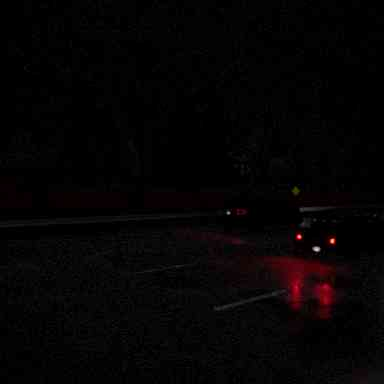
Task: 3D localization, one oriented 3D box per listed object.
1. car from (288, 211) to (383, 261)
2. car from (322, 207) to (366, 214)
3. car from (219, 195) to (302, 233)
[{"bbox_3d":[5.934,1.600,12.368,4.718,1.301,1.895,0,0,-36],"label":"car"},{"bbox_3d":[8.879,1.547,18.822,5.357,1.411,2.033,0,0,-38],"label":"car"},{"bbox_3d":[4.163,1.223,19.738,5.566,2.045,2.150,0,0,-36],"label":"car"}]
